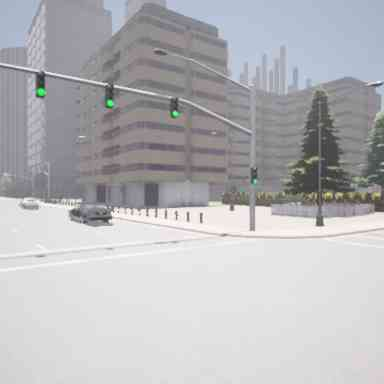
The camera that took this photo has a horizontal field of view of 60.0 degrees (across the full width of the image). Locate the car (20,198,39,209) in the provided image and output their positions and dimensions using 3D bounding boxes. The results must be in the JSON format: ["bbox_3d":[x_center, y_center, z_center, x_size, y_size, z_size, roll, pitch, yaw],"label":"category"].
[{"bbox_3d":[-22.153,1.531,45.215,1.812,1.442,4.674,0,0,-35],"label":"car"}]

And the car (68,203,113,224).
[{"bbox_3d":[-7.635,1.538,24.706,2.033,1.411,5.357,0,0,-35],"label":"car"}]
